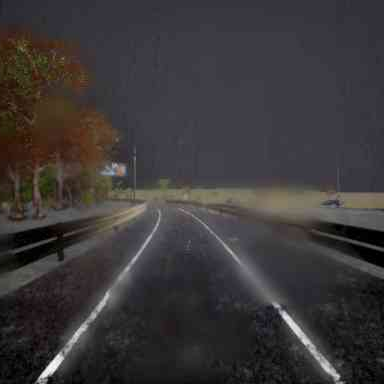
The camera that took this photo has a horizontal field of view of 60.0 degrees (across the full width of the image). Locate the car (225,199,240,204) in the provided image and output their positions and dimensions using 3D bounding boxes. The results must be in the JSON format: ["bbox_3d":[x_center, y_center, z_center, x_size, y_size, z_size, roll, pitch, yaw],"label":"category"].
[{"bbox_3d":[9.889,2.336,81.784,2.097,1.767,4.553,0,-1,-26],"label":"car"}]

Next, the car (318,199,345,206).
[{"bbox_3d":[22.975,1.845,54.856,1.812,1.442,4.674,0,-1,-26],"label":"car"}]
